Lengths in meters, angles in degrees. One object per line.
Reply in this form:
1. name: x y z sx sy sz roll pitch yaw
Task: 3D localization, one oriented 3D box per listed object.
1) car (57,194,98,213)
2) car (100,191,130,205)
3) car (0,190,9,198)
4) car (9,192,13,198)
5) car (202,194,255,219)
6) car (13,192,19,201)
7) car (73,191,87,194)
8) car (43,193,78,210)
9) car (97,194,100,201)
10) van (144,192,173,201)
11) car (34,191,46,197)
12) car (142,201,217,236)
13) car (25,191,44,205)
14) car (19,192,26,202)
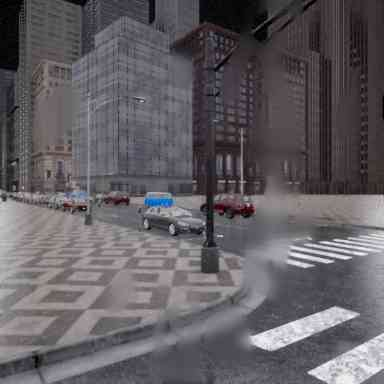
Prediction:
1. car: -10.544 1.139 30.311 1.887 1.381 4.507 1 0 -36
2. car: -9.939 0.766 44.144 2.192 1.841 5.009 1 0 -36
3. car: -39.085 0.611 70.303 1.947 1.339 4.313 1 0 -36
4. car: -29.572 0.748 56.973 1.887 1.381 4.507 1 0 -36
5. car: 2.748 1.050 26.367 2.192 1.841 5.009 1 0 -36
6. car: -26.399 0.702 52.529 1.967 1.590 4.097 1 0 -36
7. car: -16.159 0.967 48.414 1.895 1.301 4.718 0 1 -36
8. car: -13.715 1.075 34.754 2.008 1.369 4.403 1 0 -36
9. car: -13.114 0.935 48.589 2.008 1.369 4.403 1 0 -36
10. van: -3.596 0.931 35.255 1.690 1.788 3.998 1 0 -36
11. car: -38.487 0.495 84.139 1.887 1.381 4.507 0 0 -36
12. car: -1.031 1.367 16.981 2.008 1.369 4.403 1 0 -36
13. car: -20.058 0.940 43.642 2.008 1.369 4.403 1 0 -36
14. car: -23.229 0.875 48.086 2.008 1.369 4.403 1 0 -36
